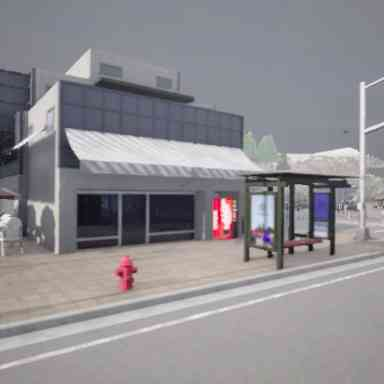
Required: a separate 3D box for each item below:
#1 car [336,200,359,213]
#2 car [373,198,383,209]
[{"bbox_3d":[19.144,1.763,40.942,3.806,1.475,1.970,1,0,-36],"label":"car"},{"bbox_3d":[31.095,1.776,53.550,4.605,1.855,1.932,1,0,-36],"label":"car"}]
